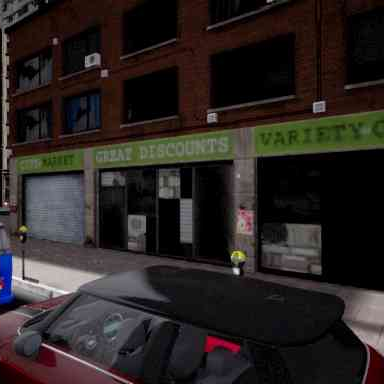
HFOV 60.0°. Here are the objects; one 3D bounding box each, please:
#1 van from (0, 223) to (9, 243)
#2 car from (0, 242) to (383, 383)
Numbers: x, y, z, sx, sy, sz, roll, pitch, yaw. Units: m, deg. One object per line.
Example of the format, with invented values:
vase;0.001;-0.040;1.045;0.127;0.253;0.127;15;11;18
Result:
van;-5.084;1.343;6.357;3.998;1.788;1.690;0;0;36
car;-0.453;1.440;3.050;4.097;1.590;1.967;0;0;36
